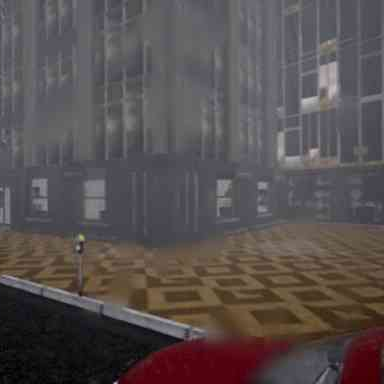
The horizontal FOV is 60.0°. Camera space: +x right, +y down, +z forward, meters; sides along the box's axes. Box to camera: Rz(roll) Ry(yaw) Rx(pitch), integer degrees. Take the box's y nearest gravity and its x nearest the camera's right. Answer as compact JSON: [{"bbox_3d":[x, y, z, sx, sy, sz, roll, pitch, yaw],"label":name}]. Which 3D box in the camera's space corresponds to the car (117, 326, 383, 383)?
[{"bbox_3d":[1.253,1.582,1.979,4.206,1.307,1.802,-1,0,36],"label":"car"}]
